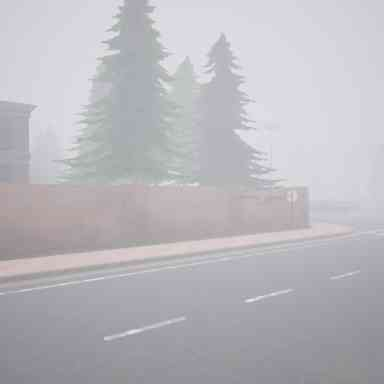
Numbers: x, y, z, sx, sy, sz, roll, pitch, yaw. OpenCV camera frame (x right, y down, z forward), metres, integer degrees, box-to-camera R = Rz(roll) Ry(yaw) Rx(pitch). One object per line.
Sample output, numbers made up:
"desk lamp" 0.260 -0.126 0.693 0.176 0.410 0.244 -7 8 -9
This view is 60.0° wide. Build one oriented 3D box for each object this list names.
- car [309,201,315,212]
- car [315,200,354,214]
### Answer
"car" 10.572 1.505 36.562 1.837 1.490 4.892 0 0 -35
"car" 14.833 1.547 36.600 2.033 1.411 5.357 0 0 -35
